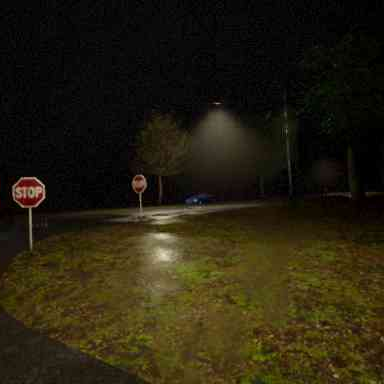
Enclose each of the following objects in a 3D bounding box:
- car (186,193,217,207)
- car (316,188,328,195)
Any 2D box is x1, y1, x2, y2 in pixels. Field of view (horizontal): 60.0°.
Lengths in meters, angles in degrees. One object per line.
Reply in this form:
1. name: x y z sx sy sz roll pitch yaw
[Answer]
1. car: 1.172 0.915 40.671 1.882 1.535 5.008 -4 -1 35
2. car: 26.897 -0.071 69.045 2.033 1.411 5.357 -3 -1 27
